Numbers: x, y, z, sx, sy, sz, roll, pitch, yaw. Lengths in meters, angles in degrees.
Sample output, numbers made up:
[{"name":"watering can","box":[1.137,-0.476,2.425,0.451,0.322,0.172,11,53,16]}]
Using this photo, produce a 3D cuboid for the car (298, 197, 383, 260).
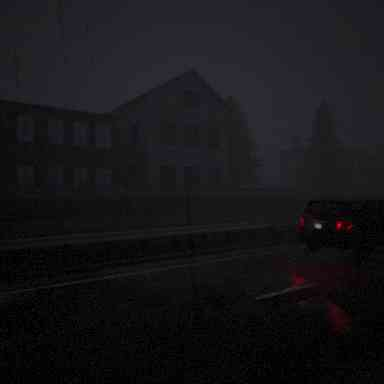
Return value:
[{"name":"car","box":[6.439,1.224,12.722,5.566,2.045,2.150,0,0,-35]}]
